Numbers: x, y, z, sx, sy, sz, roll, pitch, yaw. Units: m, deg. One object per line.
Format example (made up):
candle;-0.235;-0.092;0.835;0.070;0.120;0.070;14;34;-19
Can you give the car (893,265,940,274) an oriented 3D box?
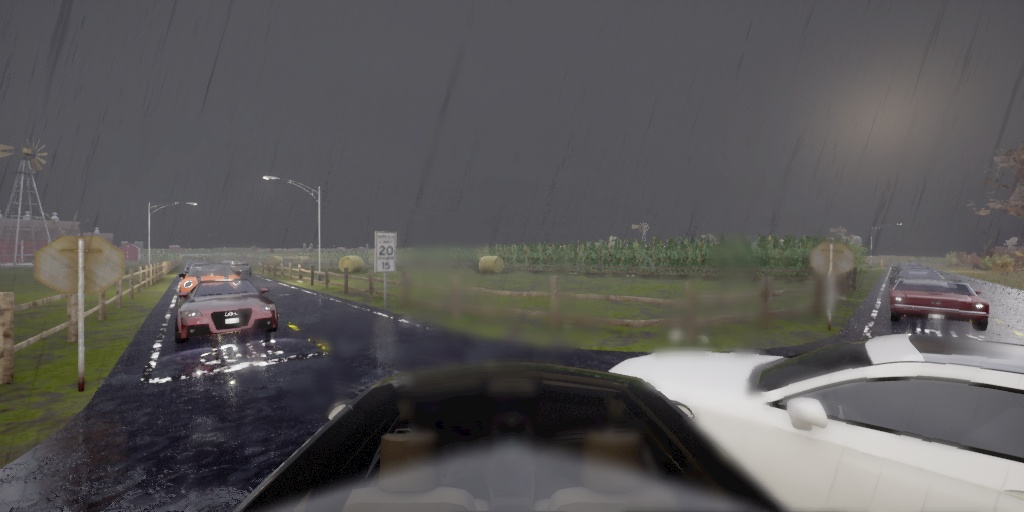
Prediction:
car;20.536;1.366;18.102;5.357;1.411;2.033;0;1;-43

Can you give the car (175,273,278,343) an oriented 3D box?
car;-7.973;1.356;9.969;1.994;1.385;4.181;0;0;-43

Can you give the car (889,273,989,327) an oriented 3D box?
car;13.480;1.400;11.515;4.718;1.301;1.895;0;1;-43

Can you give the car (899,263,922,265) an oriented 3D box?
car;27.270;1.405;24.379;4.181;1.385;1.994;0;1;-43

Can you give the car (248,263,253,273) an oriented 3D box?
car;-27.099;1.287;35.619;2.128;1.511;4.902;0;0;-42

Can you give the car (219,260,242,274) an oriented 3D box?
car;-33.844;1.309;43.055;1.837;1.490;4.892;0;0;-42

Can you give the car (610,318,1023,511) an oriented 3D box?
car;2.831;1.294;2.418;1.812;1.442;4.674;0;1;-44

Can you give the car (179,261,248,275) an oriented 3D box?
car;-13.770;1.142;16.433;2.097;1.767;4.553;0;0;-42
